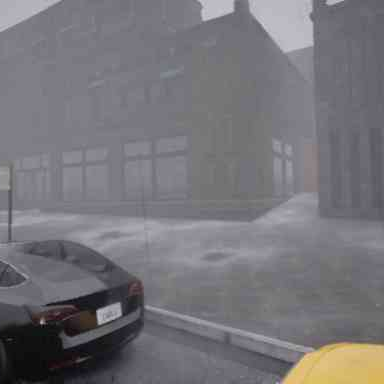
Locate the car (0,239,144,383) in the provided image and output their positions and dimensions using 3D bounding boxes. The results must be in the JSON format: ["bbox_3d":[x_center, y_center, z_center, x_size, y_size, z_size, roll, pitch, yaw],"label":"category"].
[{"bbox_3d":[-2.910,1.510,5.354,4.792,1.488,2.163,0,0,35],"label":"car"}]

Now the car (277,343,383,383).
[{"bbox_3d":[2.857,1.474,1.313,5.366,1.575,1.946,0,0,36],"label":"car"}]
